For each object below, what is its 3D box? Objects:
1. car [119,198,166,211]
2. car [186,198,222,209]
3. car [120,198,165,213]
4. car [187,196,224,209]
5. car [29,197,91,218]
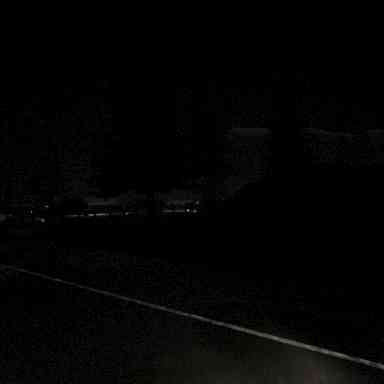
[{"bbox_3d":[-5.898,1.448,39.863,5.357,1.411,2.033,0,0,-42],"label":"car"},{"bbox_3d":[1.668,1.514,45.750,4.718,1.301,1.895,0,0,-35],"label":"car"},{"bbox_3d":[-5.147,1.406,35.766,4.902,1.511,2.128,0,0,-42],"label":"car"},{"bbox_3d":[1.779,1.276,41.503,4.553,1.767,2.097,0,0,-35],"label":"car"},{"bbox_3d":[-11.353,1.260,29.351,2.097,1.767,4.553,0,0,41],"label":"car"}]
